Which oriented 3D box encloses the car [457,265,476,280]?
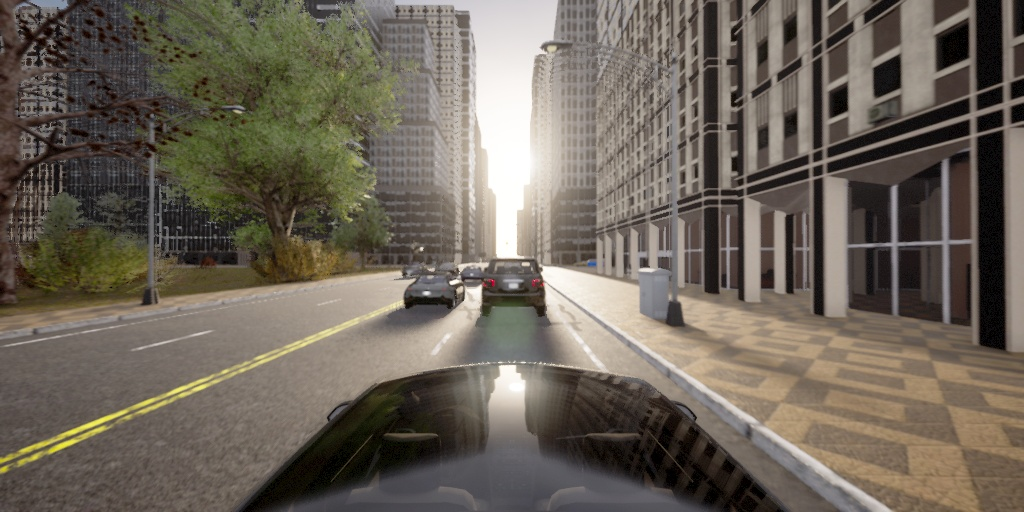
[{"bbox_3d":[-3.180,1.451,30.488,1.994,1.385,4.181,0,0,0],"label":"car"}]

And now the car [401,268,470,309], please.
[{"bbox_3d":[-3.179,1.368,15.405,1.994,1.385,4.181,0,0,0],"label":"car"}]

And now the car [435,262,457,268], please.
[{"bbox_3d":[-6.602,1.402,36.233,1.882,1.535,5.008,0,0,0],"label":"car"}]

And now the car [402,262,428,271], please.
[{"bbox_3d":[-9.864,1.418,36.730,2.128,1.511,4.902,0,0,-1],"label":"car"}]

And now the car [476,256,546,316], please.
[{"bbox_3d":[0.062,1.020,13.811,2.150,2.045,5.566,0,0,0],"label":"car"}]
